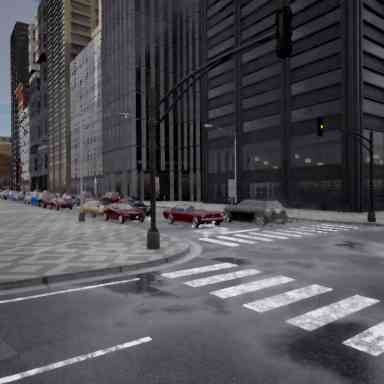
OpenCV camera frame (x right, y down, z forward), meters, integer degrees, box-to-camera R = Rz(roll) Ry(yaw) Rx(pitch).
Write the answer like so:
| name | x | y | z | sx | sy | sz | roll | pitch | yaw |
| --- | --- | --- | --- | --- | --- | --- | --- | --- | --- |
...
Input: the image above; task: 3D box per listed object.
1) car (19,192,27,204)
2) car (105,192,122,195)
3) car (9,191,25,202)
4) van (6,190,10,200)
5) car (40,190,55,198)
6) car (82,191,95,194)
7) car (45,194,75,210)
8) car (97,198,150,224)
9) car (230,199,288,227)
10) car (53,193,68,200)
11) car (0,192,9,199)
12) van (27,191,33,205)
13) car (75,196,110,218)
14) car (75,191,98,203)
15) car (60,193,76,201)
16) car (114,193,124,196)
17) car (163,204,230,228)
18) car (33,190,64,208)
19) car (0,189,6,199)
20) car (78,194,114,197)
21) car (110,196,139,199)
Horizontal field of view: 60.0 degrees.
| name | x | y | z | sx | sy | sz | roll | pitch | yaw |
| --- | --- | --- | --- | --- | --- | --- | --- | --- | --- |
| car | -24.786 | 1.125 | 51.345 | 2.008 | 1.369 | 4.403 | 0 | 1 | -36 |
| car | -11.279 | 0.898 | 47.234 | 2.192 | 1.841 | 5.009 | 0 | 1 | -36 |
| car | -31.386 | 0.903 | 60.453 | 1.967 | 1.590 | 4.097 | 0 | 1 | -36 |
| van | -34.686 | 0.747 | 65.006 | 1.690 | 1.788 | 3.998 | 0 | 1 | -36 |
| car | -34.381 | 0.509 | 79.113 | 2.192 | 1.841 | 5.009 | 0 | 1 | -36 |
| car | -15.903 | 1.065 | 49.140 | 2.128 | 1.511 | 4.902 | -1 | 1 | -35 |
| car | -14.884 | 1.275 | 37.681 | 1.887 | 1.381 | 4.507 | 0 | 1 | -36 |
| car | -4.982 | 1.416 | 24.017 | 1.887 | 1.381 | 4.507 | 0 | 1 | -36 |
| car | 3.965 | 1.211 | 21.807 | 2.097 | 1.767 | 4.553 | -1 | 1 | -36 |
| car | -27.782 | 0.853 | 70.007 | 1.887 | 1.381 | 4.507 | 0 | 1 | -36 |
| car | -44.588 | 0.777 | 78.671 | 1.887 | 1.381 | 4.507 | 0 | 1 | -36 |
| van | -21.485 | 0.969 | 46.789 | 1.690 | 1.788 | 3.998 | 0 | 1 | -36 |
| car | -8.183 | 1.352 | 28.434 | 1.752 | 1.417 | 4.829 | 0 | 1 | -36 |
| car | -17.879 | 0.792 | 56.343 | 2.192 | 1.841 | 5.009 | 0 | 1 | -36 |
| car | -24.481 | 0.948 | 65.454 | 1.802 | 1.307 | 4.206 | 0 | 1 | -36 |
| car | -7.980 | 1.199 | 42.682 | 1.947 | 1.339 | 4.313 | 0 | 1 | -36 |
| car | 0.029 | 1.478 | 21.752 | 1.895 | 1.301 | 4.718 | -1 | 1 | -35 |
| car | -18.184 | 0.995 | 42.234 | 2.192 | 1.841 | 5.009 | 0 | 1 | -36 |
| car | -37.987 | 0.664 | 69.560 | 2.192 | 1.841 | 5.009 | 0 | 1 | -36 |
| car | -10.740 | 1.274 | 36.663 | 2.033 | 1.411 | 5.357 | -1 | 1 | -36 |
| car | -5.248 | 1.369 | 29.079 | 1.994 | 1.385 | 4.181 | -1 | 1 | -36 |
